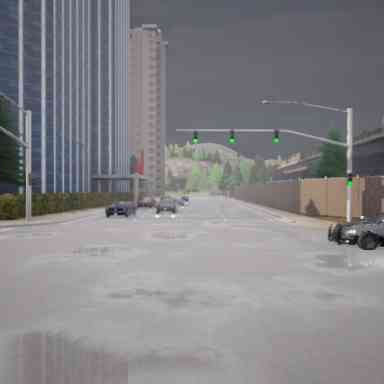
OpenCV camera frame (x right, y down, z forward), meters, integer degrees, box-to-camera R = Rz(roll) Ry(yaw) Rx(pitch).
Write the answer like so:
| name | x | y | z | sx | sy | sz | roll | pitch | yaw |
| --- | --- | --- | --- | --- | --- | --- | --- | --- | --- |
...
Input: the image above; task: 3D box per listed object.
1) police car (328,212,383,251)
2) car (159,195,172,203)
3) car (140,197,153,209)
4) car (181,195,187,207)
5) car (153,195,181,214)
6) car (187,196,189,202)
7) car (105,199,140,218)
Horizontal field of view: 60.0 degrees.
| name | x | y | z | sx | sy | sz | roll | pitch | yaw |
| --- | --- | --- | --- | --- | --- | --- | --- | --- | --- |
| police car | 8.155 | 1.496 | 13.327 | 4.974 | 1.542 | 2.038 | 0 | 0 | 2 |
| car | -5.039 | 1.315 | 64.250 | 2.033 | 1.411 | 5.357 | 0 | 0 | 2 |
| car | -5.775 | 1.323 | 41.887 | 1.882 | 1.535 | 5.008 | 0 | 0 | 2 |
| car | -2.084 | 1.350 | 47.813 | 1.812 | 1.442 | 4.674 | 0 | 0 | 2 |
| car | -2.503 | 1.378 | 34.110 | 1.837 | 1.490 | 4.892 | 0 | 0 | 2 |
| car | -1.500 | 1.355 | 65.136 | 2.033 | 1.411 | 5.357 | 0 | 0 | 2 |
| car | -6.152 | 1.491 | 29.268 | 1.895 | 1.301 | 4.718 | 0 | 0 | 2 |
